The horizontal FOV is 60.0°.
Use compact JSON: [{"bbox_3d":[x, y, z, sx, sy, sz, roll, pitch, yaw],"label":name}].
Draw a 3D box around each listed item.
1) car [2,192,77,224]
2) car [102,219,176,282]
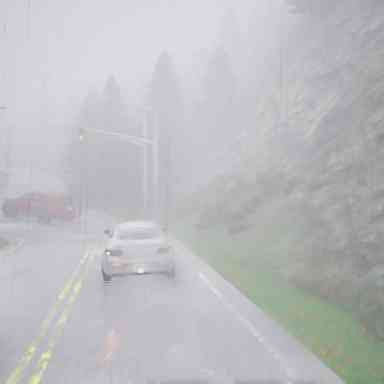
[{"bbox_3d":[-10.766,0.981,23.567,5.566,2.045,2.150,6,3,23],"label":"car"},{"bbox_3d":[-1.603,1.526,9.797,1.812,1.442,4.674,-1,0,-11],"label":"car"}]
